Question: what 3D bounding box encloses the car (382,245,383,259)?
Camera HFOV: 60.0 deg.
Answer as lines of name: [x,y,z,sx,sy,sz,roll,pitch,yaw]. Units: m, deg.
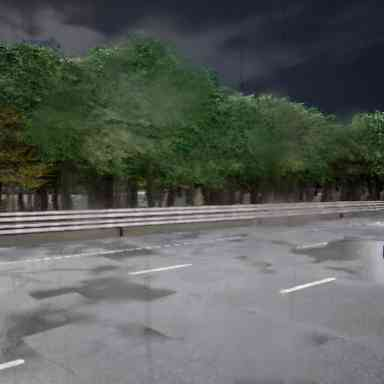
car: [7.467,1.222,9.198,5.566,2.045,2.150,0,0,-36]
